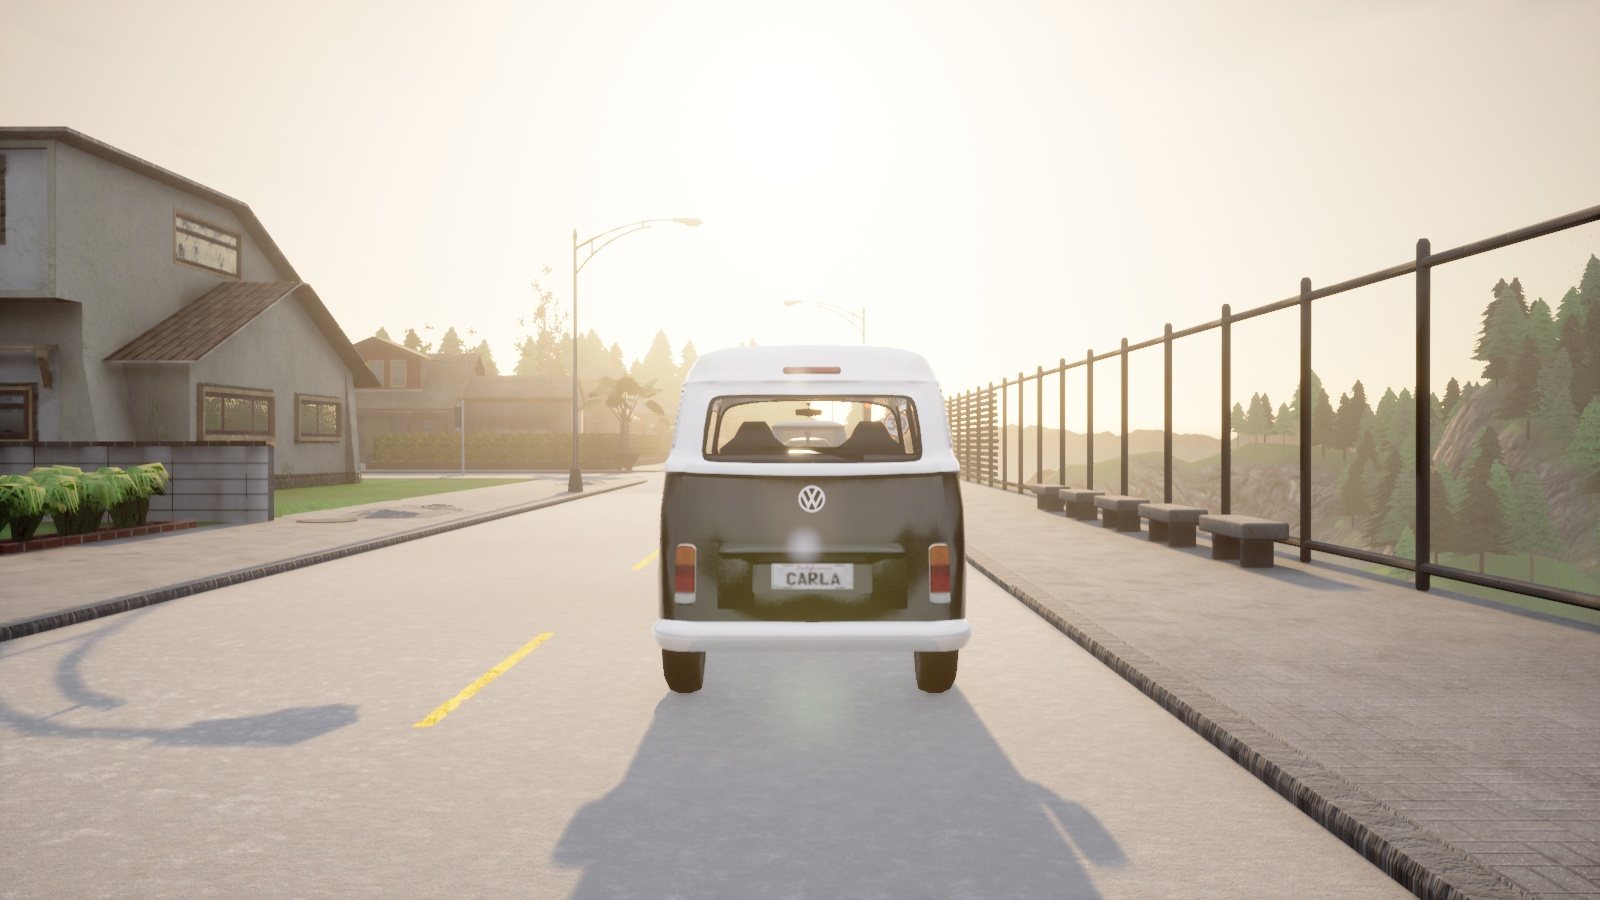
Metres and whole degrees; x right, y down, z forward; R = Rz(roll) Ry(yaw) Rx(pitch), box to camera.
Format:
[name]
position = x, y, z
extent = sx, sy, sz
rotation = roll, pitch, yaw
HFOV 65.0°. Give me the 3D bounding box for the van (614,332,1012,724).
[van]
position = 0.069, 0.416, 8.774
extent = 2.069, 2.038, 4.480
rotation = 0, 0, 0
